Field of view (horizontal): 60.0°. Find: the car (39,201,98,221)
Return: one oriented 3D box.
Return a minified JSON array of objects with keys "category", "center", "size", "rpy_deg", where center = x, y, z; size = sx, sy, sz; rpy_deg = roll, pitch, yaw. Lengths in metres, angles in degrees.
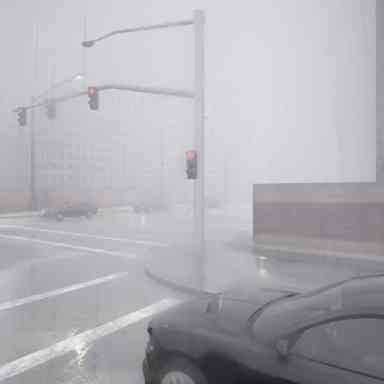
[{"category":"car","center":[-10.075,1.491,27.417],"size":[2.128,1.511,4.902],"rpy_deg":[0,0,34]}]

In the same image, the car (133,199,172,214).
[{"category":"car","center":[-4.146,1.505,35.555],"size":[1.837,1.490,4.892],"rpy_deg":[0,0,36]}]

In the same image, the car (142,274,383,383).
[{"category":"car","center":[1.759,1.478,2.751],"size":[5.008,1.535,1.882],"rpy_deg":[0,0,37]}]

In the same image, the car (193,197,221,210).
[{"category":"car","center":[2.025,1.478,44.009],"size":[1.882,1.535,5.008],"rpy_deg":[0,0,36]}]
